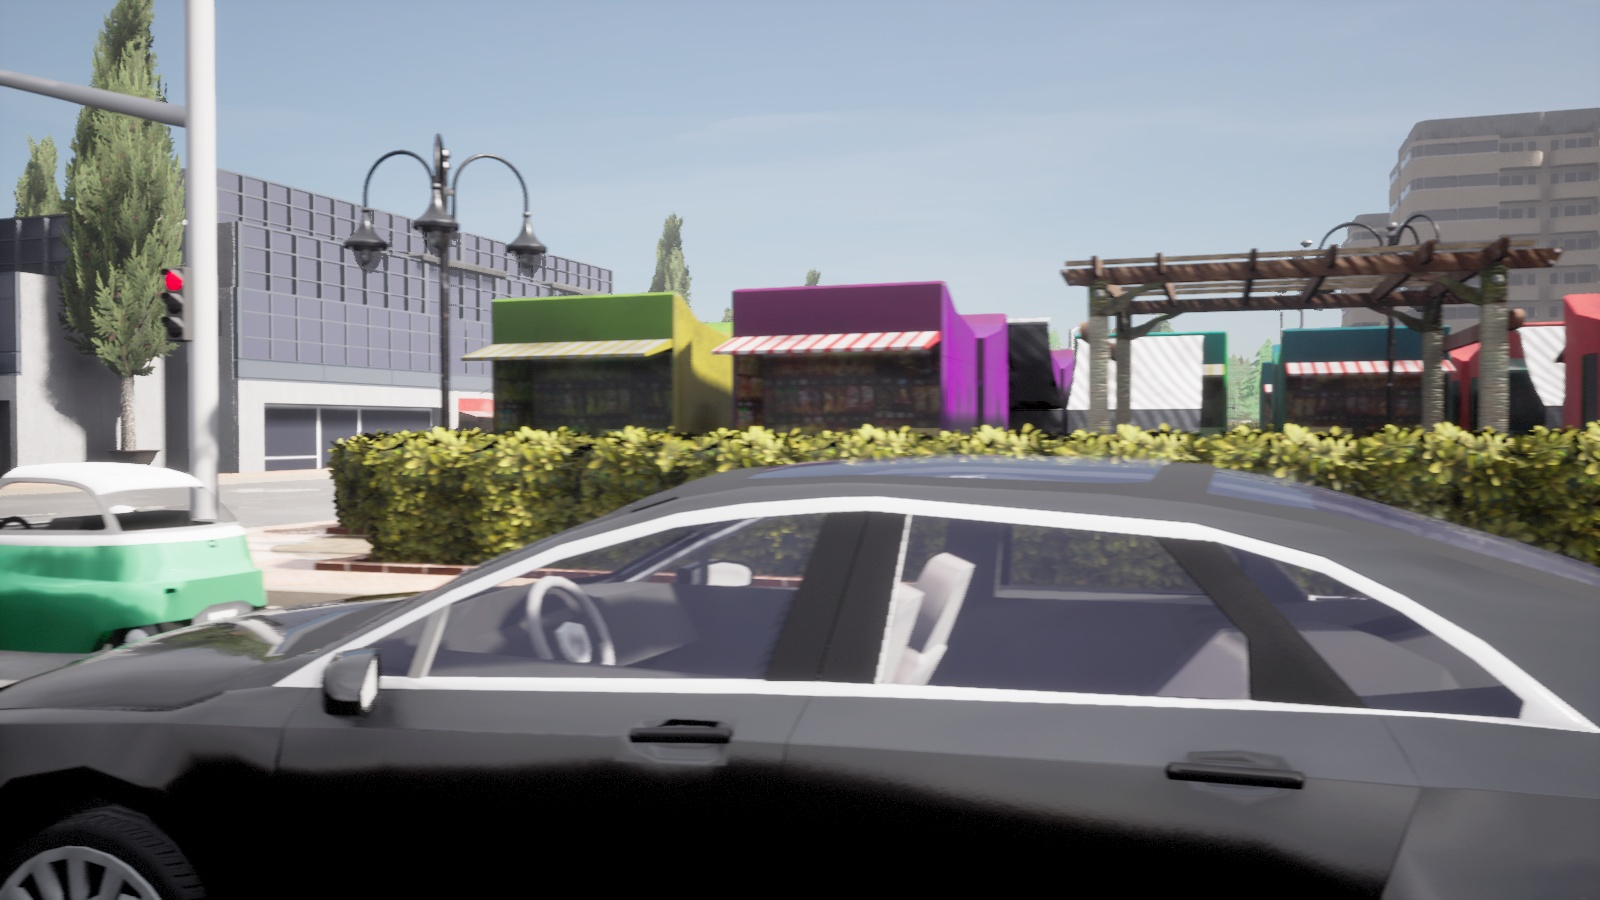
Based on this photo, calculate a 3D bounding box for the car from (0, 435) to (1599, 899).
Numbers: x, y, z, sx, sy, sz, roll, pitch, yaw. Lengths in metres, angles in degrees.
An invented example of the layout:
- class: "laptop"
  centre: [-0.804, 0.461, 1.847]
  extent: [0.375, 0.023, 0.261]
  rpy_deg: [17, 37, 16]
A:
- class: "car"
  centre: [0.013, 0.732, 3.188]
  extent: [4.902, 1.511, 2.128]
  rpy_deg: [1, 1, 19]

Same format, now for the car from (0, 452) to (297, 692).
- class: "car"
  centre: [-4.841, 0.726, 8.551]
  extent: [2.207, 1.376, 1.481]
  rpy_deg: [1, 1, 20]
